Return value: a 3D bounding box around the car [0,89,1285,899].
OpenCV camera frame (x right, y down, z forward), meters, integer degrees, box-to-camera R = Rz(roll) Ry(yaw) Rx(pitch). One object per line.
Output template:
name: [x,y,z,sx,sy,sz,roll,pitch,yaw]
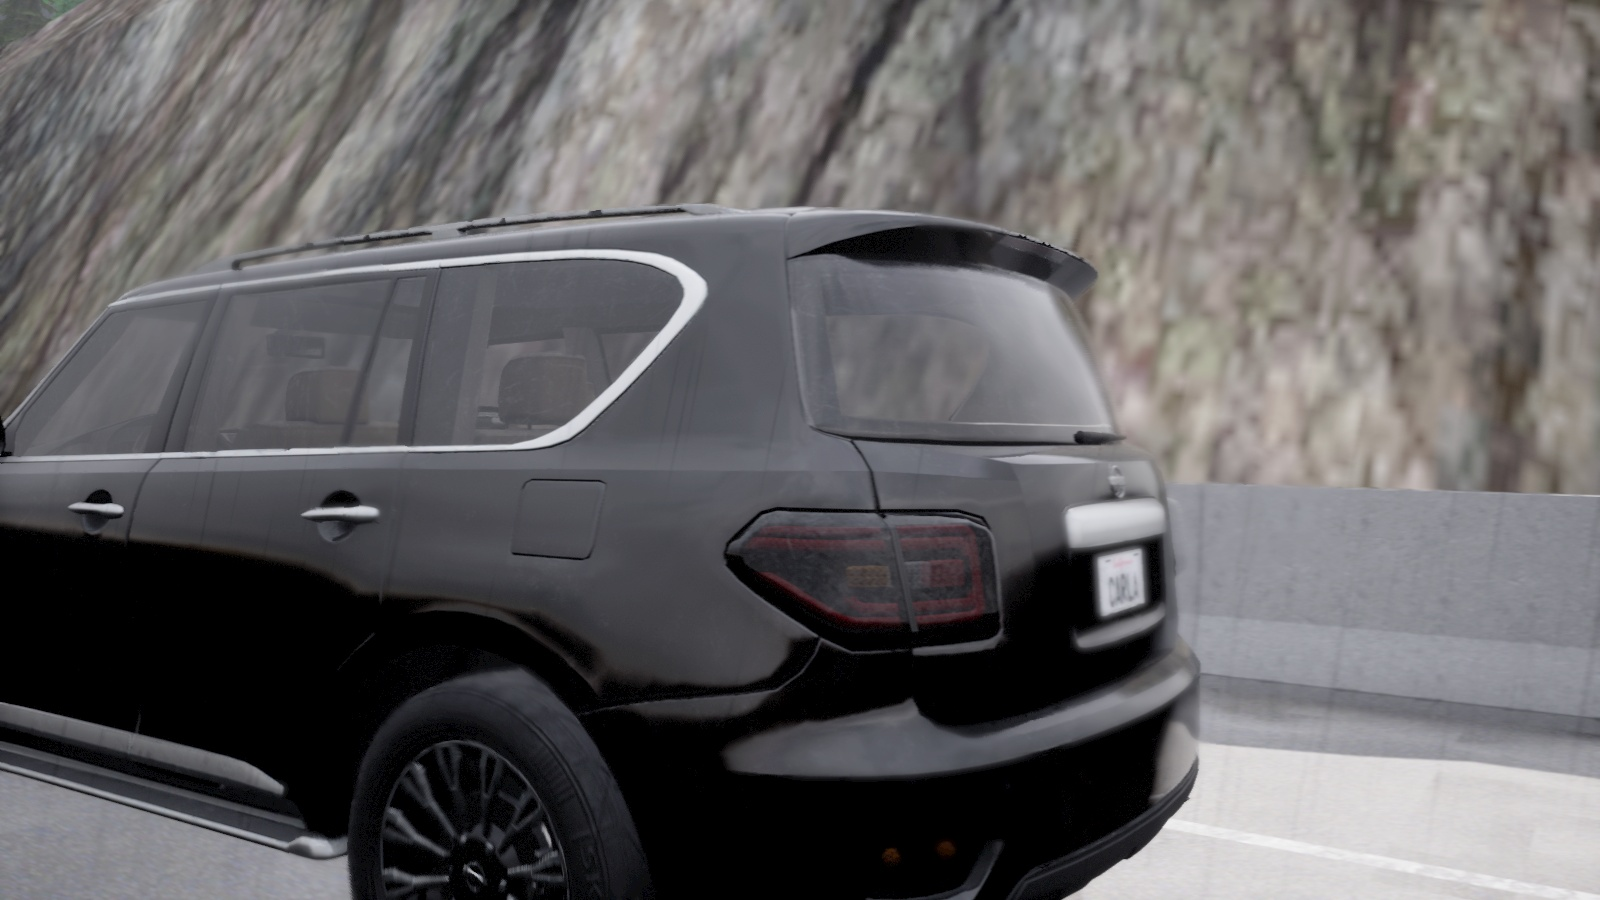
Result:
car: [-1.408,0.401,4.554,5.566,2.045,2.150,0,1,34]
